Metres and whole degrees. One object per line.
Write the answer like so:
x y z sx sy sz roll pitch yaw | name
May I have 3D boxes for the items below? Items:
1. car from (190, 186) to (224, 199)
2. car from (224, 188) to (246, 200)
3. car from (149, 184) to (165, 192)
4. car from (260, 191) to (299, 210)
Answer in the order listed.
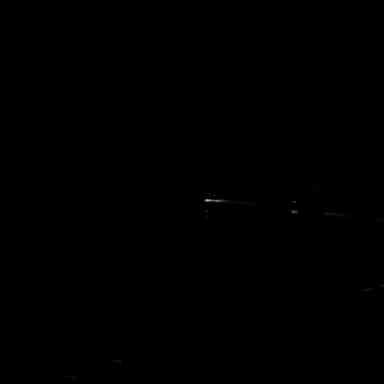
1.508 0.089 41.916 1.837 1.490 4.892 2 2 -28 | car
4.922 0.212 42.299 2.128 1.511 4.902 2 2 -29 | car
-6.747 -0.850 63.782 2.128 1.511 4.902 2 2 -28 | car
8.177 0.664 29.627 1.882 1.535 5.008 2 2 -28 | car
